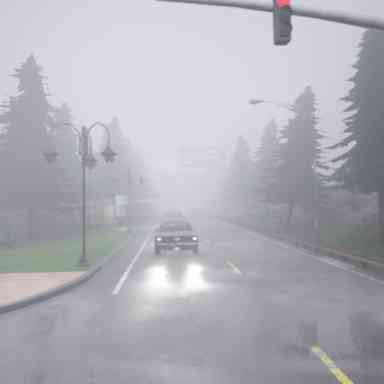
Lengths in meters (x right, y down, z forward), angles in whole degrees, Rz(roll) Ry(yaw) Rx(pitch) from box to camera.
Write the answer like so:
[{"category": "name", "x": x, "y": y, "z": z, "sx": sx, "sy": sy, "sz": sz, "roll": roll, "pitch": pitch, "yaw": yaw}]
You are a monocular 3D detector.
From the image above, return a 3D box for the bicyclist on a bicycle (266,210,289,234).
[{"category": "bicyclist on a bicycle", "x": 5.886, "y": 2.077, "z": 22.976, "sx": 1.656, "sy": 1.620, "sz": 0.582, "roll": 0, "pitch": -2, "yaw": -4}]

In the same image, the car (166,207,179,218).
[{"category": "car", "x": -3.034, "y": 3.161, "z": 51.364, "sx": 1.837, "sy": 1.490, "sz": 4.892, "roll": -1, "pitch": -2, "yaw": -4}]

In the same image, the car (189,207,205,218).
[{"category": "car", "x": 0.799, "y": 3.051, "z": 48.048, "sx": 1.994, "sy": 1.385, "sz": 4.181, "roll": -1, "pitch": -2, "yaw": -4}]

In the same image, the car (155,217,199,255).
[{"category": "car", "x": -0.744, "y": 2.058, "z": 15.633, "sx": 1.895, "sy": 1.301, "sz": 4.718, "roll": -1, "pitch": -2, "yaw": -4}]

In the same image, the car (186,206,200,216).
[{"category": "car", "x": 0.121, "y": 3.311, "z": 58.065, "sx": 2.128, "sy": 1.511, "sz": 4.902, "roll": -1, "pitch": -2, "yaw": -4}]

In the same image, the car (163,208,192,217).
[{"category": "car", "x": -1.420, "y": 2.288, "z": 25.829, "sx": 2.128, "sy": 1.511, "sz": 4.902, "roll": -1, "pitch": -2, "yaw": -4}]
